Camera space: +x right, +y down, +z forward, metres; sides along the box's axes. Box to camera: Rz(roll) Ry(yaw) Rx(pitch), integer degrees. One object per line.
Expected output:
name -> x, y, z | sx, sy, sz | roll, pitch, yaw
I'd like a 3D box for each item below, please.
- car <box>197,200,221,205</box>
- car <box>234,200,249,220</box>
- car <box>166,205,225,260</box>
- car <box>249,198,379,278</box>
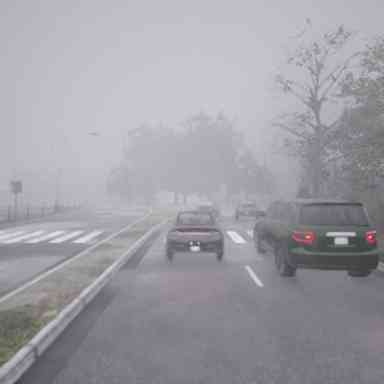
car -> 1.381, 1.416, 28.140 | 1.812, 1.442, 4.674 | 0, 0, 10
car -> 4.453, 1.368, 26.911 | 2.128, 1.511, 4.902 | 0, 0, 9
car -> 0.108, 1.439, 12.160 | 2.128, 1.511, 4.902 | 0, 0, 0
car -> 3.363, 1.178, 10.129 | 2.150, 2.045, 5.566 | 0, 0, 0
